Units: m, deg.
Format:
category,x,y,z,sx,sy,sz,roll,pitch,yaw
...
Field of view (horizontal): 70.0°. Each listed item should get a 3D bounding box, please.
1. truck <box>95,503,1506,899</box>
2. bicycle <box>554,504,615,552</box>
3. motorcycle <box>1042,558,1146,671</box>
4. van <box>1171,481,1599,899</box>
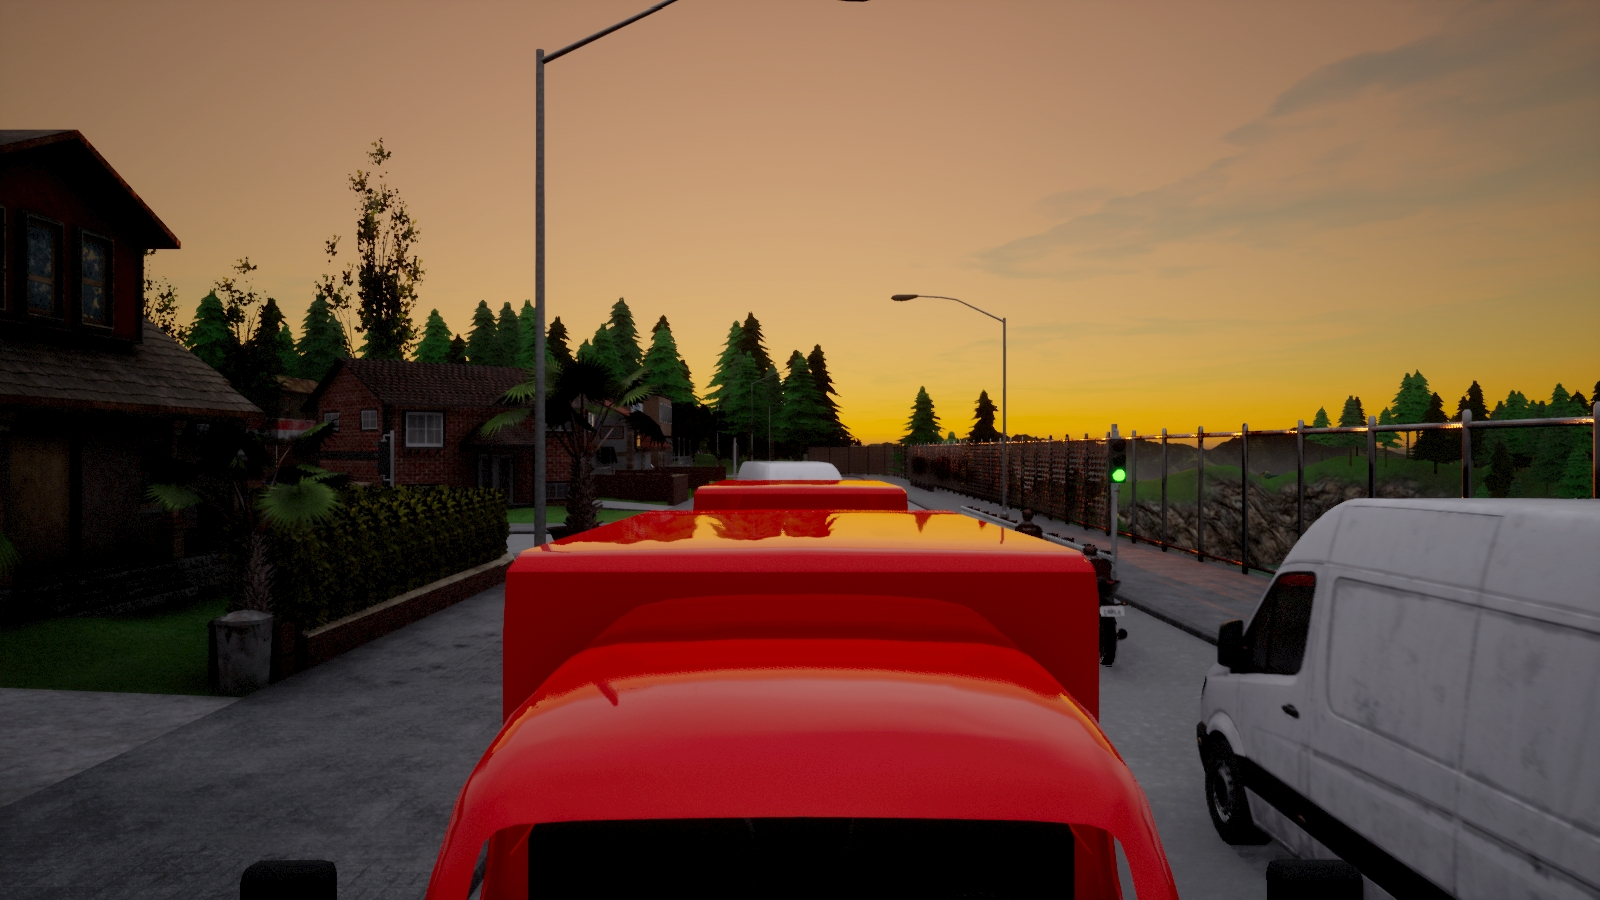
category,x,y,z,sx,sy,sz,roll,pitch,yaw
truck,-0.001,1.570,4.728,2.627,2.467,5.204,0,0,0
bicycle,-6.027,2.170,32.019,1.487,1.276,0.859,0,0,8
motorcycle,4.001,2.212,15.741,0.867,1.251,2.209,0,0,0
van,3.997,1.538,6.276,1.988,2.561,5.915,0,0,0
